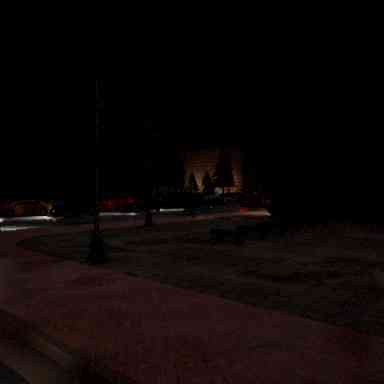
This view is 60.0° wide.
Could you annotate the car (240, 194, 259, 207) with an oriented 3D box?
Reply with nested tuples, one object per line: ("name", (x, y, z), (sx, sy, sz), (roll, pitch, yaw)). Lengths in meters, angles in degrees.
("car", (9.097, 1.505, 50.002), (1.837, 1.490, 4.892), (0, 0, 41))

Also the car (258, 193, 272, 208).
("car", (11.992, 1.352, 48.000), (2.097, 1.767, 4.553), (0, 0, 41))

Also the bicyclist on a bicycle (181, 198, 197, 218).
("bicyclist on a bicycle", (-0.267, 1.301, 26.728), (1.656, 1.620, 0.582), (0, 0, 40))

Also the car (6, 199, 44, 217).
("car", (-15.880, 1.478, 31.467), (1.882, 1.535, 5.008), (0, 0, 40))

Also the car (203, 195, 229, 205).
("car", (3.658, 1.564, 54.552), (1.994, 1.385, 4.181), (0, 0, 41))

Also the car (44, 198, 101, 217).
("car", (-11.227, 1.564, 31.543), (1.994, 1.385, 4.181), (0, 0, 40))

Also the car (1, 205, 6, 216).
("car", (-13.402, 1.547, 17.792), (2.033, 1.411, 5.357), (0, 0, 40))

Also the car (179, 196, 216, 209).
("car", (0.845, 1.601, 45.841), (1.895, 1.301, 4.718), (0, 0, 40))

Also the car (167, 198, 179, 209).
("car", (-2.860, 1.547, 46.891), (2.033, 1.411, 5.357), (0, 0, 40))

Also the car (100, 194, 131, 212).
("car", (-9.472, 1.221, 39.056), (2.150, 2.045, 5.566), (0, 0, 41))

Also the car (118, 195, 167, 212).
("car", (-5.563, 1.478, 38.262), (1.882, 1.535, 5.008), (0, 0, 40))
